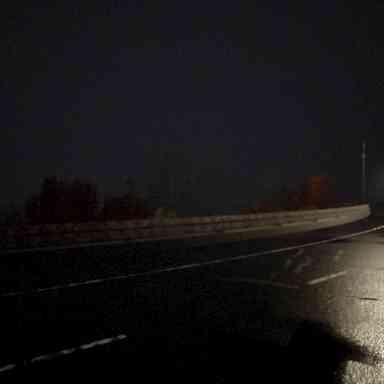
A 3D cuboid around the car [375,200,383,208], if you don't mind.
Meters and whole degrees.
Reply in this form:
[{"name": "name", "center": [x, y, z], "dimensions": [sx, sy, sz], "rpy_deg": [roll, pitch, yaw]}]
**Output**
[{"name": "car", "center": [36.328, 2.330, 63.250], "dimensions": [1.812, 1.442, 4.674], "rpy_deg": [0, -1, 16]}]
